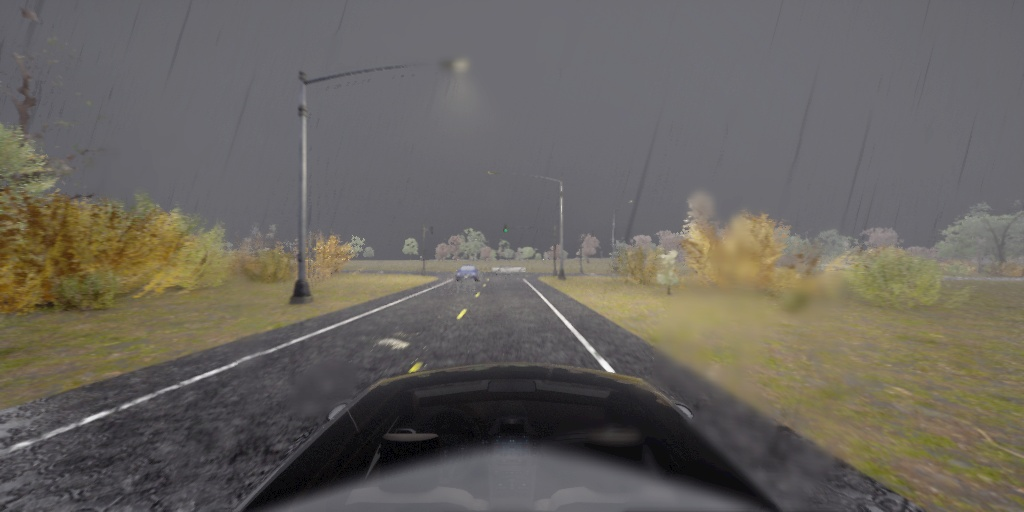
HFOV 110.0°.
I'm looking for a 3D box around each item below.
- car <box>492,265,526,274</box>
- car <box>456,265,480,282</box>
[{"bbox_3d":[-0.394,1.838,49.392,4.718,1.301,1.895,1,0,-3],"label":"car"},{"bbox_3d":[-4.048,1.574,33.397,1.812,1.442,4.674,0,-1,-2],"label":"car"}]
